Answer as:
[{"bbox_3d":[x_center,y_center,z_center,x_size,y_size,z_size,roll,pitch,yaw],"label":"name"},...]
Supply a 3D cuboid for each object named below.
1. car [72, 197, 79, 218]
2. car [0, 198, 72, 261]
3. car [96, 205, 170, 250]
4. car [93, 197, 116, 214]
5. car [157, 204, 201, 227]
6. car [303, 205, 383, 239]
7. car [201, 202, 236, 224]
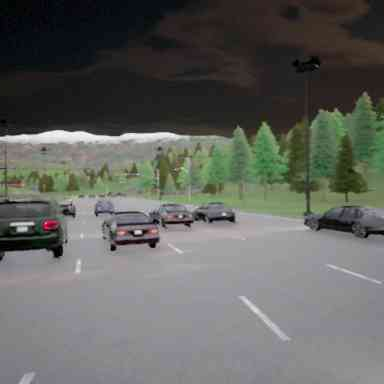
[{"bbox_3d":[-11.332,1.517,29.712,2.128,1.511,4.902,-1,0,-17],"label":"car"},{"bbox_3d":[-5.970,1.246,12.653,2.150,2.045,5.566,-1,0,-18],"label":"car"},{"bbox_3d":[-2.794,1.517,14.398,2.033,1.411,5.357,-1,0,-20],"label":"car"},{"bbox_3d":[-8.481,1.516,32.322,2.033,1.411,5.357,-1,0,-17],"label":"car"},{"bbox_3d":[-1.422,1.461,21.543,2.033,1.411,5.357,-1,0,-18],"label":"car"},{"bbox_3d":[7.731,1.347,16.059,2.033,1.411,5.357,-1,0,-19],"label":"car"},{"bbox_3d":[1.518,1.421,23.732,1.994,1.385,4.181,-1,0,-17],"label":"car"}]
